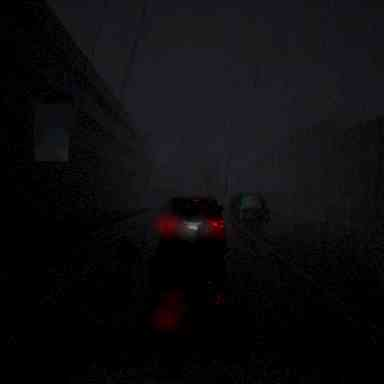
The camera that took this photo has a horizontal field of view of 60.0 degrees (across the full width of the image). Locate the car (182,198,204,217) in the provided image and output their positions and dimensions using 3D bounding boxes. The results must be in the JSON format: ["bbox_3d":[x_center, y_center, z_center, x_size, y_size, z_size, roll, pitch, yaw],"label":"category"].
[{"bbox_3d":[0.071,1.392,30.708,1.882,1.535,5.008,0,-1,0],"label":"car"}]

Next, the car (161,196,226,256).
[{"bbox_3d":[0.059,1.161,12.959,2.150,2.045,5.566,0,1,0],"label":"car"}]
